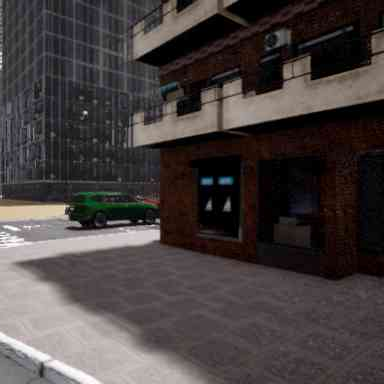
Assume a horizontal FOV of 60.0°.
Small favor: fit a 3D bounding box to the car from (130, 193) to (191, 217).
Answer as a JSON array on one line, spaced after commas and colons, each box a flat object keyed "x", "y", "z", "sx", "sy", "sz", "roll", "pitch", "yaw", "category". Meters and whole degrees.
[{"x": -2.716, "y": 1.033, "z": 29.263, "sx": 5.009, "sy": 1.841, "sz": 2.192, "roll": -1, "pitch": 1, "yaw": -41, "category": "car"}]

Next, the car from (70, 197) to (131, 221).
[{"x": -6.985, "y": 1.202, "z": 25.570, "sx": 4.097, "sy": 1.590, "sz": 1.967, "roll": -1, "pitch": 1, "yaw": -41, "category": "car"}]

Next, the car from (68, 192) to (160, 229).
[{"x": -4.591, "y": 1.011, "z": 20.125, "sx": 5.566, "sy": 2.045, "sz": 2.150, "roll": -1, "pitch": 1, "yaw": -41, "category": "car"}]
